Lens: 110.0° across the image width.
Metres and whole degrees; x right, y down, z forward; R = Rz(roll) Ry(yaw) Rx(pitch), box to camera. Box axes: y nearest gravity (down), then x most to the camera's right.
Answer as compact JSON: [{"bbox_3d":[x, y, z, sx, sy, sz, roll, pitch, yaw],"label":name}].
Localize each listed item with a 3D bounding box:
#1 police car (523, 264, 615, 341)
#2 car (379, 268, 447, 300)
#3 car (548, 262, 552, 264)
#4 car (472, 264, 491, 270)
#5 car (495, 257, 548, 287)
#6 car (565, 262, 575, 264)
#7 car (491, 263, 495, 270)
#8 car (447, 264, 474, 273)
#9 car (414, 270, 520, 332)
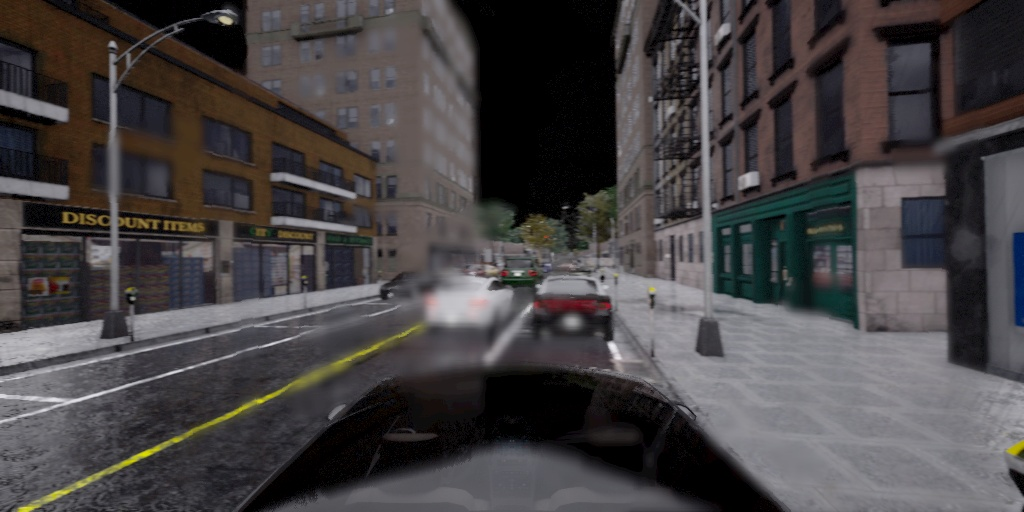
[{"bbox_3d":[1.703,1.193,10.116,1.930,1.638,5.238,-1,0,10],"label":"police car"},{"bbox_3d":[-5.286,1.487,19.005,1.948,1.339,4.313,0,0,10],"label":"car"},{"bbox_3d":[4.034,1.441,41.718,1.812,1.442,4.674,-1,0,10],"label":"car"},{"bbox_3d":[-3.432,1.396,29.884,1.967,1.591,4.097,0,0,10],"label":"car"},{"bbox_3d":[0.762,1.071,21.912,2.150,2.045,5.566,-1,0,10],"label":"car"},{"bbox_3d":[4.507,1.355,28.708,1.751,1.417,4.829,0,0,10],"label":"car"},{"bbox_3d":[-2.534,1.500,35.157,1.751,1.417,4.829,0,0,10],"label":"car"},{"bbox_3d":[-4.359,1.488,24.444,2.007,1.370,4.403,0,0,10],"label":"car"},{"bbox_3d":[-1.087,1.341,11.052,1.812,1.442,4.674,-1,0,10],"label":"car"}]
